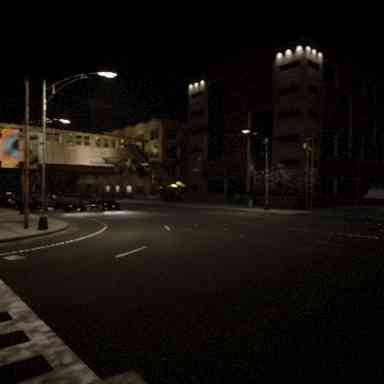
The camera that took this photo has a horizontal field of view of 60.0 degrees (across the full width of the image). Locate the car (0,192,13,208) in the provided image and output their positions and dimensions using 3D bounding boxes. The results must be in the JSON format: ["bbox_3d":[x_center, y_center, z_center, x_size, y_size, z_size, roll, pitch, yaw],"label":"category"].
[{"bbox_3d":[-19.485,0.846,36.333,2.185,1.767,4.553,0,1,-41],"label":"car"}]

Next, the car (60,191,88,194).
[{"bbox_3d":[-14.720,0.976,40.684,1.882,1.535,5.008,0,1,-40],"label":"car"}]

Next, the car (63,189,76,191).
[{"bbox_3d":[-25.801,0.368,69.556,2.435,2.045,5.566,0,1,-41],"label":"car"}]

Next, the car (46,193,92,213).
[{"bbox_3d":[-11.900,1.149,31.956,2.033,1.411,5.357,0,1,-40],"label":"car"}]

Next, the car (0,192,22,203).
[{"bbox_3d":[-27.476,0.786,50.358,2.128,1.511,4.902,0,1,-40],"label":"car"}]

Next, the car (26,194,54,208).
[{"bbox_3d":[-17.940,1.008,39.066,1.812,1.442,4.674,0,1,-40],"label":"car"}]

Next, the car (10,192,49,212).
[{"bbox_3d":[-15.216,1.054,31.531,2.097,1.535,5.008,0,1,-41],"label":"car"}]

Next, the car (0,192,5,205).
[{"bbox_3d":[-26.442,0.836,44.562,2.231,1.521,4.892,0,1,-31],"label":"car"}]

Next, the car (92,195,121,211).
[{"bbox_3d":[-8.897,1.177,33.832,1.994,1.385,4.181,0,1,-40],"label":"car"}]
